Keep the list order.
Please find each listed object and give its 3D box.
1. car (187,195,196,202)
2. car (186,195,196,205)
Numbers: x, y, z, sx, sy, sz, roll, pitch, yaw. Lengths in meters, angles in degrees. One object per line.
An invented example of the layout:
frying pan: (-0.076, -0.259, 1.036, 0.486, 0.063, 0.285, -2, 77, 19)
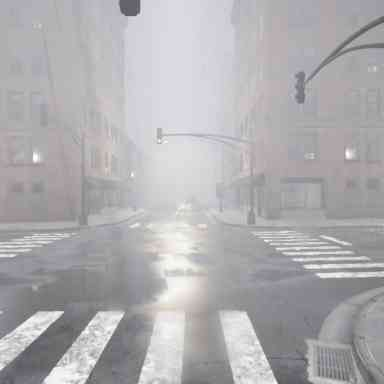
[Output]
car: (-0.171, 1.371, 70.148, 1.895, 1.301, 4.718, 0, 0, 0)
car: (-0.146, 1.501, 59.695, 2.033, 1.411, 5.357, 0, 0, 0)
